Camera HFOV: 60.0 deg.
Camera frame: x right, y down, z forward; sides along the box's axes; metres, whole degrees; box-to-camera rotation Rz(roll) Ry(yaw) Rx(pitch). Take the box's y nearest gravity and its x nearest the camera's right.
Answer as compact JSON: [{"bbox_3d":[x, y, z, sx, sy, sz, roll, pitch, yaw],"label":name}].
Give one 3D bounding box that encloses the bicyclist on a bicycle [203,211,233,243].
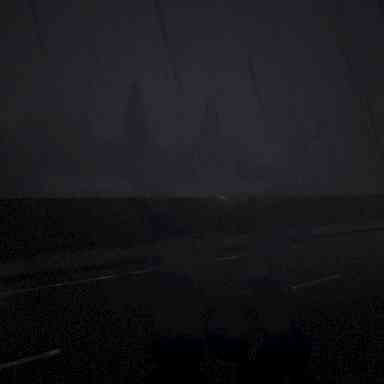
[{"bbox_3d":[1.078,1.331,13.789,0.582,1.656,1.620,34,-43,-24],"label":"bicyclist on a bicycle"}]
